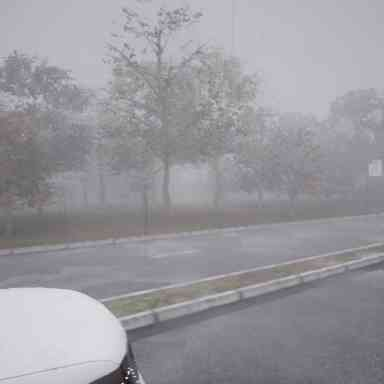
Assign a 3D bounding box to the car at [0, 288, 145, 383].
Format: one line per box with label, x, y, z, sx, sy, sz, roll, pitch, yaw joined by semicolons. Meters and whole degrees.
car;-2.868;1.236;1.394;5.566;2.045;2.150;-1;0;-36
